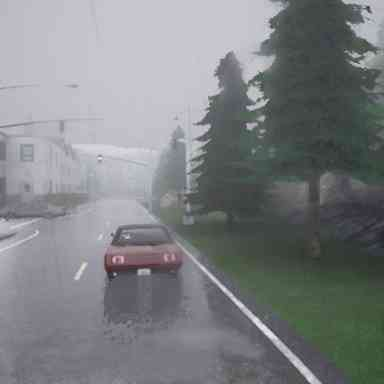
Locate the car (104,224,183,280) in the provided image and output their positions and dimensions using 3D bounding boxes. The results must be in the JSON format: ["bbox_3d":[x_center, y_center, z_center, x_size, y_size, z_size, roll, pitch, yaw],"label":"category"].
[{"bbox_3d":[-1.511,1.614,10.076,1.895,1.301,4.718,0,0,-10],"label":"car"}]

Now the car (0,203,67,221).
[{"bbox_3d":[-13.382,1.617,27.913,5.357,1.411,2.033,0,0,-11],"label":"car"}]
